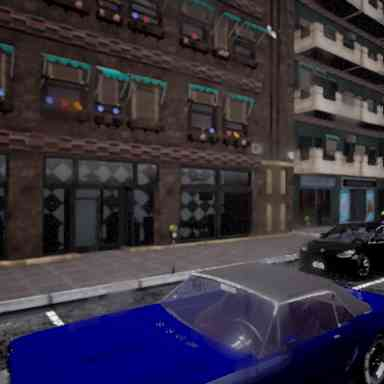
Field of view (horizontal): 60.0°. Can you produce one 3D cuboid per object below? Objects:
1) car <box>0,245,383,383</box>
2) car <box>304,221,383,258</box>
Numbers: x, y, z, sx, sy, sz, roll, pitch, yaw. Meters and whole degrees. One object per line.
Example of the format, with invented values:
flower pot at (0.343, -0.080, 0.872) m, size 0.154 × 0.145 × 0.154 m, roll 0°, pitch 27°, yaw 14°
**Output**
car at (0.503, 1.613, 3.742) m, size 4.718 × 1.301 × 1.895 m, roll 0°, pitch 0°, yaw -36°
car at (5.204, 1.618, 10.302) m, size 4.313 × 1.339 × 1.947 m, roll 0°, pitch 0°, yaw -36°
